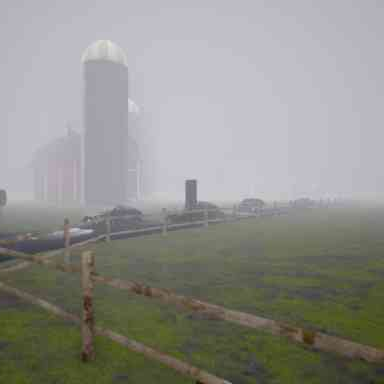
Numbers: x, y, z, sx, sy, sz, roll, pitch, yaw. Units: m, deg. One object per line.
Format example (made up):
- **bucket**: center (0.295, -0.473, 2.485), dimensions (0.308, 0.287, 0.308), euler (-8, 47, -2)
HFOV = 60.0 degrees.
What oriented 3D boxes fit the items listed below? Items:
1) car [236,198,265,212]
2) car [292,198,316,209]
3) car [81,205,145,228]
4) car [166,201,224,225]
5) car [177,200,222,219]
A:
- **car**: center (6.780, 1.445, 38.145), dimensions (1.837, 1.490, 4.892), euler (0, 1, 36)
- **car**: center (15.203, 1.498, 44.924), dimensions (2.033, 1.411, 5.357), euler (0, 0, 36)
- **car**: center (-5.060, 1.529, 21.649), dimensions (1.994, 1.385, 4.181), euler (0, 0, 36)
- **car**: center (0.223, 1.524, 24.071), dimensions (2.033, 1.411, 5.357), euler (0, 0, 36)
- **car**: center (0.732, 1.517, 29.728), dimensions (1.994, 1.385, 4.181), euler (0, 0, 36)
